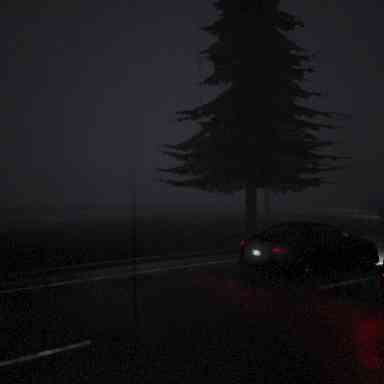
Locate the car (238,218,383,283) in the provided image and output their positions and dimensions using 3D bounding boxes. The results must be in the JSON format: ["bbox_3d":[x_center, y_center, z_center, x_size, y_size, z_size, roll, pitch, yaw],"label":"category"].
[{"bbox_3d":[3.401,1.536,9.563,4.181,1.385,1.994,0,0,-30],"label":"car"}]

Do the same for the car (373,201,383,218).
[{"bbox_3d":[15.694,1.542,24.192,1.895,1.301,4.718,0,0,-2],"label":"car"}]

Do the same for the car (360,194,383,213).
[{"bbox_3d":[19.959,1.138,33.466,2.150,2.045,5.566,1,0,-29],"label":"car"}]

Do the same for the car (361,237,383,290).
[{"bbox_3d":[5.922,1.510,6.997,4.674,1.442,1.812,0,0,-29],"label":"car"}]
